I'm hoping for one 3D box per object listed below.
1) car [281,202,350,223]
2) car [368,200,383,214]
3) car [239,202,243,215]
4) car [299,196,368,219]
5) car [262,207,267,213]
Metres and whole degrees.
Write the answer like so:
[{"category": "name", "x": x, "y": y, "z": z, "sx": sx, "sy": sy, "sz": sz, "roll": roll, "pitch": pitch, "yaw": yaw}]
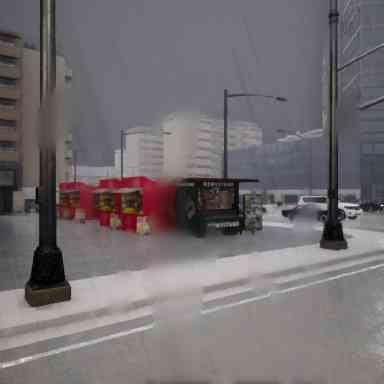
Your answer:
[{"category": "car", "x": 9.650, "y": 1.707, "z": 26.687, "sx": 1.895, "sy": 1.301, "sz": 4.718, "roll": 0, "pitch": -1, "yaw": -37}, {"category": "car", "x": 19.165, "y": 1.642, "z": 37.720, "sx": 2.128, "sy": 1.511, "sz": 4.902, "roll": 0, "pitch": -1, "yaw": -36}, {"category": "car", "x": 3.965, "y": 1.769, "z": 34.484, "sx": 2.033, "sy": 1.411, "sz": 5.357, "roll": 0, "pitch": -1, "yaw": -37}, {"category": "car", "x": 11.977, "y": 1.339, "z": 29.420, "sx": 2.150, "sy": 2.045, "sz": 5.566, "roll": 0, "pitch": -1, "yaw": -36}, {"category": "car", "x": 5.953, "y": 1.789, "z": 37.708, "sx": 2.033, "sy": 1.411, "sz": 5.357, "roll": 0, "pitch": -1, "yaw": -36}]
